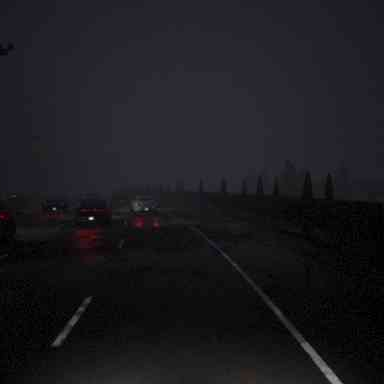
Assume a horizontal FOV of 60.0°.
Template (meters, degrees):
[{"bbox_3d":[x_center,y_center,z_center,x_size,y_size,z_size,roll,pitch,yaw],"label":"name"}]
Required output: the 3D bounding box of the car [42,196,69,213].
[{"bbox_3d":[-11.895,1.042,29.217,1.895,1.301,4.718,0,1,-18],"label":"car"}]

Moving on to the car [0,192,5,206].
[{"bbox_3d":[-23.174,0.814,38.610,2.033,1.411,5.357,-1,1,-23],"label":"car"}]

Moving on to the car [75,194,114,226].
[{"bbox_3d":[-5.890,1.116,20.178,1.837,1.490,4.892,0,1,-12],"label":"car"}]

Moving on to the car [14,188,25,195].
[{"bbox_3d":[-39.110,-0.123,75.395,1.812,1.442,4.674,-1,1,-24],"label":"car"}]

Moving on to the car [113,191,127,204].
[{"bbox_3d":[-9.143,0.704,41.630,1.837,1.490,4.892,0,1,-22],"label":"car"}]

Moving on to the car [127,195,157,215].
[{"bbox_3d":[-3.942,1.007,26.852,1.812,1.442,4.674,0,1,-15],"label":"car"}]

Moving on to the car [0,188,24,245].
[{"bbox_3d":[-7.793,1.015,10.836,2.150,2.045,5.566,0,1,-7],"label":"car"}]

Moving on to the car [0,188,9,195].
[{"bbox_3d":[-43.067,-0.033,75.716,1.837,1.490,4.892,-1,1,-24],"label":"car"}]
